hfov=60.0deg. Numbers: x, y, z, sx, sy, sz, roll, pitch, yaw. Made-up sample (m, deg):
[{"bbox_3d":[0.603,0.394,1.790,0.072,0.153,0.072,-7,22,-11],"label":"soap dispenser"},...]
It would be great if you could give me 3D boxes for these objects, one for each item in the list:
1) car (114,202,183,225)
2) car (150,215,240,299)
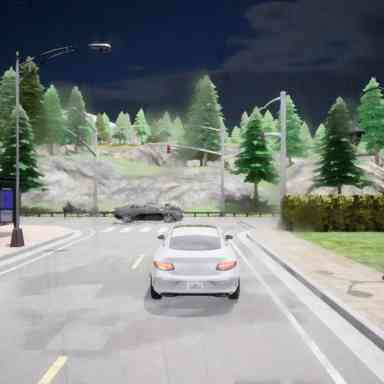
[{"bbox_3d":[-3.078,1.499,23.716,4.902,1.511,2.128,0,0,1],"label":"car"},{"bbox_3d":[0.077,1.526,8.310,1.812,1.442,4.674,0,0,1],"label":"car"}]
